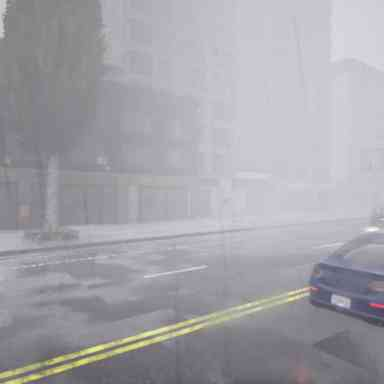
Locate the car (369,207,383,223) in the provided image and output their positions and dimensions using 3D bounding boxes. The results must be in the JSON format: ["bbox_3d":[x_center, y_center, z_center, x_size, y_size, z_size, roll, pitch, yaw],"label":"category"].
[{"bbox_3d":[12.983,1.448,20.930,4.181,1.385,1.994,0,0,-35],"label":"car"}]

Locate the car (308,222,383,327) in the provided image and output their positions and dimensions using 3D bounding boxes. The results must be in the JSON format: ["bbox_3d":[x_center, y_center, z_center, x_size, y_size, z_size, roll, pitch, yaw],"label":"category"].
[{"bbox_3d":[4.138,1.480,6.392,4.674,1.442,1.812,0,0,-35],"label":"car"}]
